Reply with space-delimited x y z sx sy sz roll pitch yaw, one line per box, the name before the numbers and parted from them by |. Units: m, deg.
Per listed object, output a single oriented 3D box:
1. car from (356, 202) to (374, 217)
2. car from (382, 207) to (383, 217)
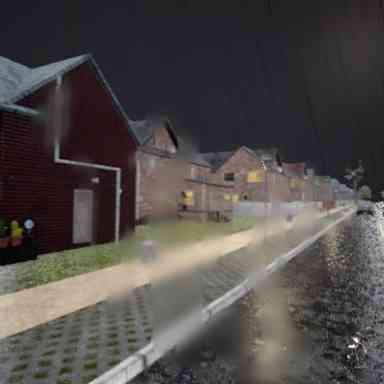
car | 21.084 2.255 40.559 1.895 1.301 4.718 0 -1 28
car | 22.031 2.103 36.427 1.837 1.490 4.892 0 -1 29
